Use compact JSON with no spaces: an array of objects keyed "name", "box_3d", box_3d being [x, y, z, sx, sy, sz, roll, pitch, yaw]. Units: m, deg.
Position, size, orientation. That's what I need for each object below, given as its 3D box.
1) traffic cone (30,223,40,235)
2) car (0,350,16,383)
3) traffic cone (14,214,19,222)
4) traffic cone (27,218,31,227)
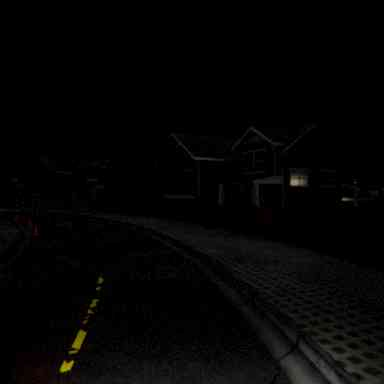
[{"name":"traffic cone","box_3d":[-8.325,2.007,17.780,0.340,0.580,0.340,0,0,-21]},{"name":"car","box_3d":[-2.022,1.501,0.334,1.837,1.490,4.892,0,2,-3]},{"name":"traffic cone","box_3d":[-13.516,2.006,25.627,0.340,0.580,0.340,0,0,-40]},{"name":"traffic cone","box_3d":[-10.678,2.008,21.867,0.340,0.580,0.340,0,0,-34]}]
